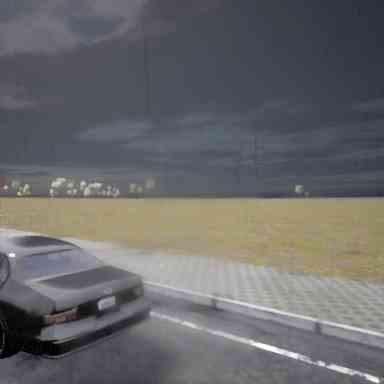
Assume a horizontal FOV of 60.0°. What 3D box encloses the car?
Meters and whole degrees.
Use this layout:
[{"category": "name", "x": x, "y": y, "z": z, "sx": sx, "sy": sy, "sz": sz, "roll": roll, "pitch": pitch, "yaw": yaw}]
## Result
[{"category": "car", "x": -3.158, "y": 1.517, "z": 5.939, "sx": 5.357, "sy": 1.411, "sz": 2.033, "roll": 0, "pitch": 0, "yaw": 36}]
